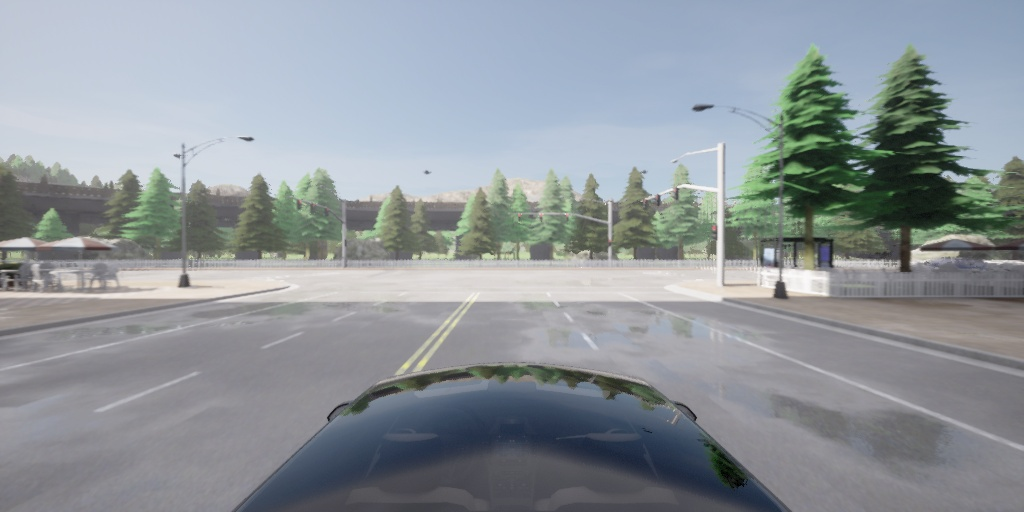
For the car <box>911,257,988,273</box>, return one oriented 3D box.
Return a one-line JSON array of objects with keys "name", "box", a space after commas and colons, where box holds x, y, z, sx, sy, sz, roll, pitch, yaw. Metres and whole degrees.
[{"name": "car", "box": [39.483, 0.914, 32.454, 5.357, 1.411, 2.033, 0, 1, 7]}]
